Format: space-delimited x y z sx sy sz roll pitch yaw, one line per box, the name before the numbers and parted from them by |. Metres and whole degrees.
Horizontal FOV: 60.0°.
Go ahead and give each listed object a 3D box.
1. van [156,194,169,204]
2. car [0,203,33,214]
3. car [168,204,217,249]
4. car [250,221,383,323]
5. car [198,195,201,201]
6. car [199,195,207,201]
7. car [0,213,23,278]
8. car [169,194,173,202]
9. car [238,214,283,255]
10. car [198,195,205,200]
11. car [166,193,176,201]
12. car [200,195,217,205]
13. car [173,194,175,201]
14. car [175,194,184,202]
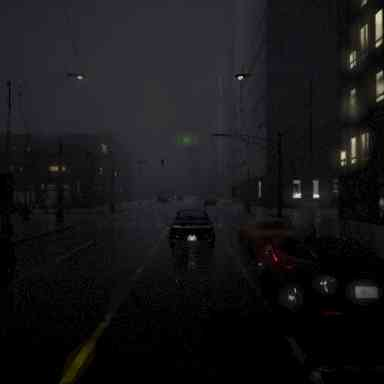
van | -5.676 1.363 61.835 1.690 1.788 3.998 1 0 0
car | -19.418 1.813 35.880 4.313 1.339 1.947 -1 0 1
car | 0.000 1.500 14.652 2.128 1.511 4.902 0 0 0
car | 2.668 1.567 7.160 1.947 1.339 4.313 1 0 0
car | 2.702 1.554 78.597 1.752 1.417 4.829 1 0 0
car | 2.702 1.557 84.131 1.752 1.417 4.829 1 0 0
car | -5.677 1.441 7.215 1.967 1.590 4.097 1 0 0
car | -5.679 1.609 72.904 1.802 1.307 4.206 1 0 0
car | 2.839 1.528 12.974 1.752 1.417 4.829 1 0 0
car | 2.701 1.581 95.031 1.887 1.381 4.507 1 0 0
car | -5.675 1.349 89.507 2.192 1.841 5.009 1 0 0
car | 2.703 1.457 50.752 1.967 1.590 4.097 1 0 0
car | -5.679 1.595 78.438 1.947 1.339 4.313 1 0 0
car | -3.000 1.378 78.804 2.097 1.767 4.553 0 0 0
